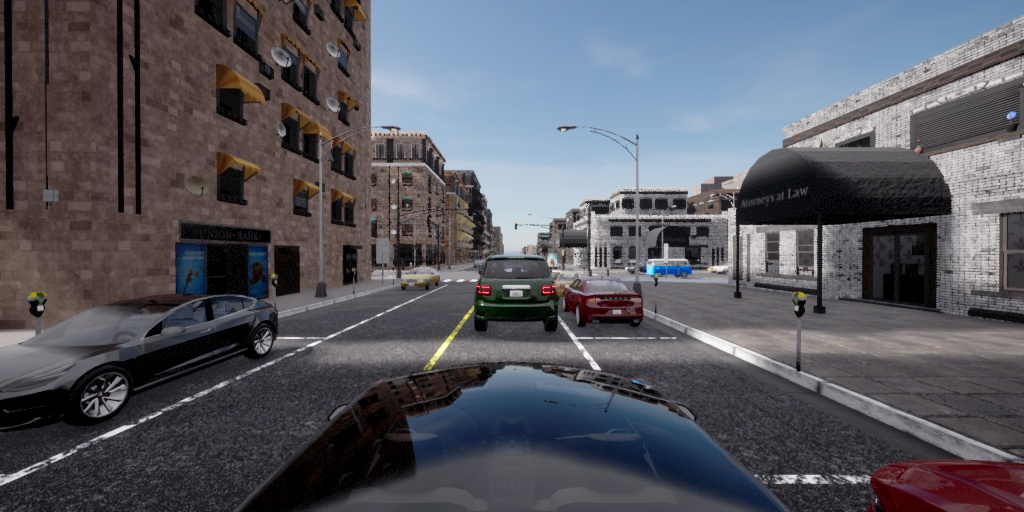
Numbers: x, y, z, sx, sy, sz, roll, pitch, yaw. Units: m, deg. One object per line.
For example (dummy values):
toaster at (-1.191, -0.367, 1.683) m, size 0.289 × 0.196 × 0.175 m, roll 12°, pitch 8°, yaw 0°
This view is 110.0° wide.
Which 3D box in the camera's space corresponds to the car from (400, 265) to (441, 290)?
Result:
car at (-5.674, 1.279, 22.639) m, size 1.751 × 1.417 × 4.829 m, roll 0°, pitch 0°, yaw 0°

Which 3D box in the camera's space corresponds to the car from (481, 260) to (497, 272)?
car at (-3.059, 1.271, 48.402) m, size 1.837 × 1.490 × 4.892 m, roll 0°, pitch 0°, yaw 0°

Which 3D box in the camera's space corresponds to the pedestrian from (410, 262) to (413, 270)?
pedestrian at (-12.595, 1.215, 44.699) m, size 0.500 × 1.100 × 0.500 m, roll 0°, pitch 0°, yaw 0°

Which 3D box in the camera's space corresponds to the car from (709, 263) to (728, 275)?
car at (24.799, 1.414, 39.412) m, size 4.718 × 1.301 × 1.895 m, roll 0°, pitch 0°, yaw 0°

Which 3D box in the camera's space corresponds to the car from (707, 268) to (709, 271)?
car at (25.518, 1.324, 42.010) m, size 4.829 × 1.417 × 1.751 m, roll 0°, pitch 0°, yaw 0°

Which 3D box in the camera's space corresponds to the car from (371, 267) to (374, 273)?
car at (-16.453, 1.346, 35.938) m, size 4.718 × 1.301 × 1.895 m, roll 0°, pitch 0°, yaw 0°

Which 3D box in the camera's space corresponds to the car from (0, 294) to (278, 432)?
car at (-5.688, 1.315, 5.720) m, size 1.948 × 1.339 × 4.313 m, roll 0°, pitch 0°, yaw 0°

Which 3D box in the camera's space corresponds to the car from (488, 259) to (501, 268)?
car at (-3.024, 1.265, 62.030) m, size 1.882 × 1.535 × 5.008 m, roll 0°, pitch 0°, yaw 0°

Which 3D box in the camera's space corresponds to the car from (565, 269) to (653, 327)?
car at (2.697, 1.295, 11.404) m, size 1.888 × 1.381 × 4.507 m, roll 0°, pitch 0°, yaw 0°

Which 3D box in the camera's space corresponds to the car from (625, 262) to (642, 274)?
car at (14.957, 1.279, 39.358) m, size 4.902 × 1.511 × 2.128 m, roll 0°, pitch 0°, yaw -2°

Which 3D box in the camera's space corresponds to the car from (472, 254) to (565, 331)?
car at (0.105, 0.972, 11.076) m, size 2.150 × 2.045 × 5.566 m, roll 0°, pitch 0°, yaw 0°

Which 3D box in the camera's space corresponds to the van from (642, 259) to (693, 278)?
van at (14.682, 1.166, 33.558) m, size 3.998 × 1.789 × 1.690 m, roll 0°, pitch 0°, yaw 0°
